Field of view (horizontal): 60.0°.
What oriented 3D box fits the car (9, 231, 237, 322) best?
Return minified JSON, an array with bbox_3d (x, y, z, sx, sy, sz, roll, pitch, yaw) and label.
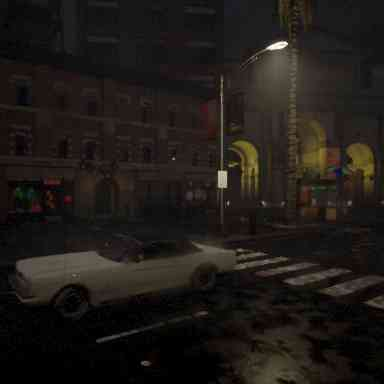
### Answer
[{"bbox_3d":[-1.328,1.601,7.343,4.718,1.301,1.895,0,0,-35],"label":"car"}]
